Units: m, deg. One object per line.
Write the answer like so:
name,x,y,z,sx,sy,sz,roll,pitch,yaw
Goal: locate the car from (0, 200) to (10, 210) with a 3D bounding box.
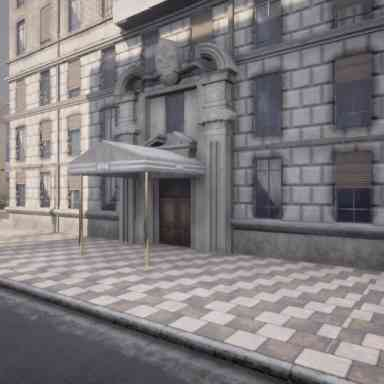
car,-24.060,1.601,40.470,1.895,1.301,4.718,0,0,35
